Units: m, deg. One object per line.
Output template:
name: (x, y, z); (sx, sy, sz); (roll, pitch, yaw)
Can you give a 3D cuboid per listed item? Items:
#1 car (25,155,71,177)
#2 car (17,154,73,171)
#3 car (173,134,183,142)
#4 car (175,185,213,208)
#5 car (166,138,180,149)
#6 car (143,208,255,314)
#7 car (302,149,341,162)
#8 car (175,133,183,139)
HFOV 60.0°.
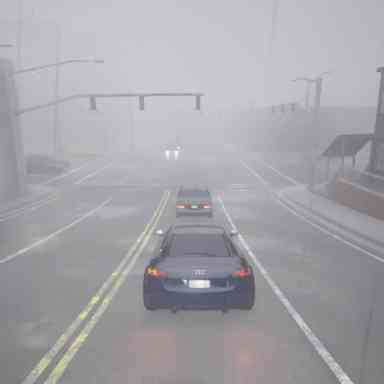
car: (-14.286, -2.306, 30.991); (4.902, 1.511, 2.128); (0, 12, 0)
car: (-15.167, -3.056, 34.470); (4.892, 1.490, 1.837); (0, 12, -1)
car: (-3.430, -10.491, 68.409); (2.128, 1.511, 4.902); (0, 12, 0)
car: (0.111, 0.361, 17.271); (2.033, 1.411, 5.357); (0, 8, 0)
car: (-3.512, -8.295, 58.762); (1.895, 1.301, 4.718); (0, 12, -2)
car: (0.110, 1.346, 7.386); (1.994, 1.385, 4.181); (0, 3, 0)
car: (16.160, -4.553, 41.346); (4.674, 1.442, 1.812); (0, 12, 0)
car: (-3.410, -14.793, 87.998); (1.812, 1.442, 4.674); (0, 12, 0)
